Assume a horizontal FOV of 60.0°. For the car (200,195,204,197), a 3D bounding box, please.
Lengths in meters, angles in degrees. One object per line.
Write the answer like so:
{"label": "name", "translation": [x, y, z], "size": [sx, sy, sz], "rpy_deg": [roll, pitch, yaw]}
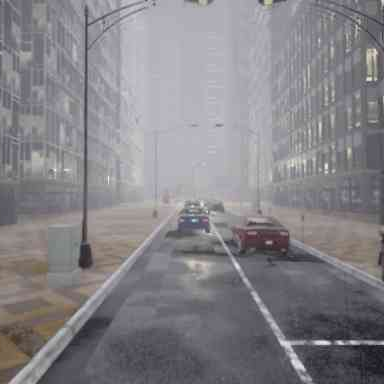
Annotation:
{"label": "car", "translation": [2.562, 1.552, 85.692], "size": [1.967, 1.590, 4.097], "rpy_deg": [1, 0, 0]}

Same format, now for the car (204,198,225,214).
{"label": "car", "translation": [2.570, 1.605, 35.585], "size": [1.802, 1.307, 4.206], "rpy_deg": [1, 0, 0]}

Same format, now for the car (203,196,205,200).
{"label": "car", "translation": [2.568, 1.620, 46.718], "size": [1.802, 1.307, 4.206], "rpy_deg": [1, 0, 0]}

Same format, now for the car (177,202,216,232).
{"label": "car", "translation": [0.095, 1.556, 20.035], "size": [2.033, 1.411, 5.357], "rpy_deg": [0, 0, 0]}

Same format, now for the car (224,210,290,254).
{"label": "car", "translation": [2.576, 1.549, 13.315], "size": [1.887, 1.381, 4.507], "rpy_deg": [1, 0, 0]}

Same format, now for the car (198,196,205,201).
{"label": "car", "translation": [2.558, 1.707, 91.259], "size": [1.802, 1.307, 4.206], "rpy_deg": [1, 0, 0]}

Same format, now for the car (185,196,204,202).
{"label": "car", "translation": [0.092, 1.594, 41.011], "size": [1.994, 1.385, 4.181], "rpy_deg": [0, 0, 0]}
